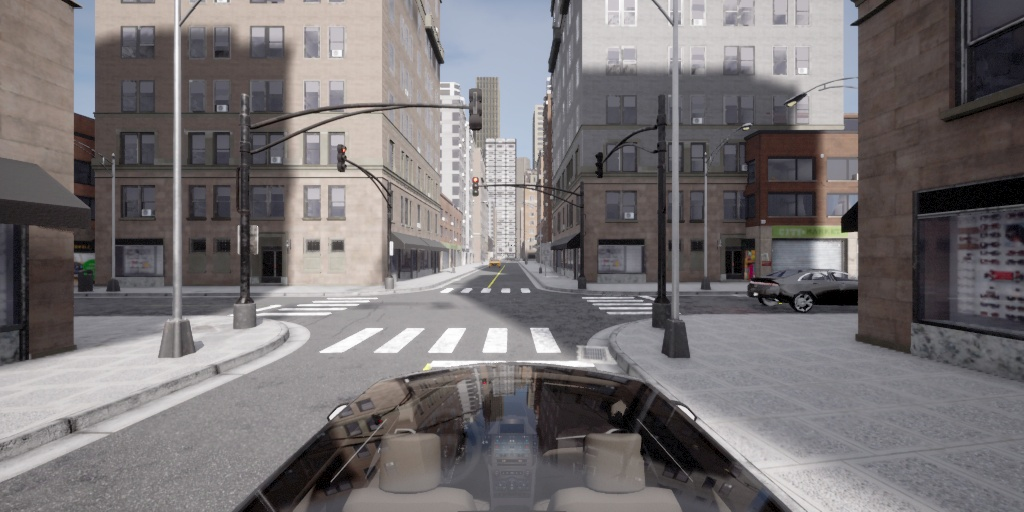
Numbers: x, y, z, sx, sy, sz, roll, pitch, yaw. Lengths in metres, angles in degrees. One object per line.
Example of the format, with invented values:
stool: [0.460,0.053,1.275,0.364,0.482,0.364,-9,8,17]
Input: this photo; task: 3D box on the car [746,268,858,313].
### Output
car: [11.431,1.209,13.251,4.902,1.511,2.128,0,0,0]

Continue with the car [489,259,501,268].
car: [-2.978,1.208,62.939,1.882,1.535,5.008,0,0,0]
